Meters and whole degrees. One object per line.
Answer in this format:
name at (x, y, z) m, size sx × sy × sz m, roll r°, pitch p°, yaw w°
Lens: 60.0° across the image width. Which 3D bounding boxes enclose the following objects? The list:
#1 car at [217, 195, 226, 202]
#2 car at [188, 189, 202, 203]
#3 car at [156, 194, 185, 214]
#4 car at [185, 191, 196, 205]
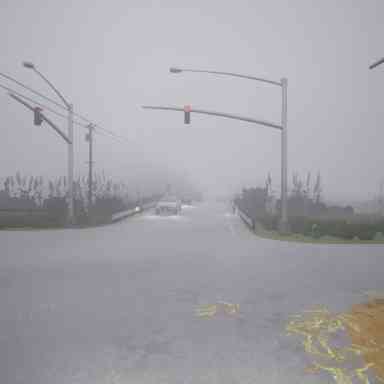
car at (6.034, 1.350, 68.088) m, size 1.882 × 1.535 × 5.008 m, roll 0°, pitch -1°, yaw 6°
car at (0.258, 0.570, 51.247) m, size 2.150 × 2.045 × 5.566 m, roll 0°, pitch -1°, yaw 8°
car at (-2.097, 1.149, 30.796) m, size 1.812 × 1.442 × 4.674 m, roll 0°, pitch 3°, yaw 5°
car at (-1.073, 0.874, 40.758) m, size 1.994 × 1.385 × 4.181 m, roll 0°, pitch 1°, yaw 6°
